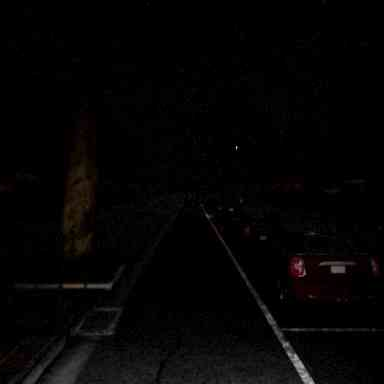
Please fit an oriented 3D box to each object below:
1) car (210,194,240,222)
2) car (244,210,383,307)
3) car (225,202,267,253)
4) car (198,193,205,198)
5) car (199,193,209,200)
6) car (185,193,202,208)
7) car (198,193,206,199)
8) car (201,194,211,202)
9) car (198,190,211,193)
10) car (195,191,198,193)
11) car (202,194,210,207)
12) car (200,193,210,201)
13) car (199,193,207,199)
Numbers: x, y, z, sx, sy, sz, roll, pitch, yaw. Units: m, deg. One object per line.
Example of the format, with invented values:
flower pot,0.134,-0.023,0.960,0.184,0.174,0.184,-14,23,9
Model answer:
car,2.743,1.252,25.221,2.097,1.767,4.553,0,0,0
car,2.631,1.414,7.930,1.967,1.590,4.097,0,0,0
car,2.629,1.394,13.477,1.967,1.590,4.097,0,0,0
car,2.615,0.934,91.126,1.947,1.339,4.313,0,1,0
car,2.619,0.967,74.486,1.967,1.590,4.097,0,1,0
car,0.030,1.252,44.688,1.882,1.535,5.008,0,0,1
car,2.616,0.973,85.580,2.008,1.369,4.403,0,1,0
car,2.621,1.145,63.565,1.752,1.417,4.829,0,0,0
car,2.622,0.982,57.848,2.192,1.841,5.009,0,0,0
car,0.001,1.129,59.769,1.882,1.535,5.008,0,0,1
car,2.625,1.324,46.759,1.947,1.339,4.313,0,0,0
car,2.620,1.016,68.939,1.967,1.590,4.097,0,1,0
car,2.618,1.027,80.035,2.008,1.369,4.403,0,1,0
